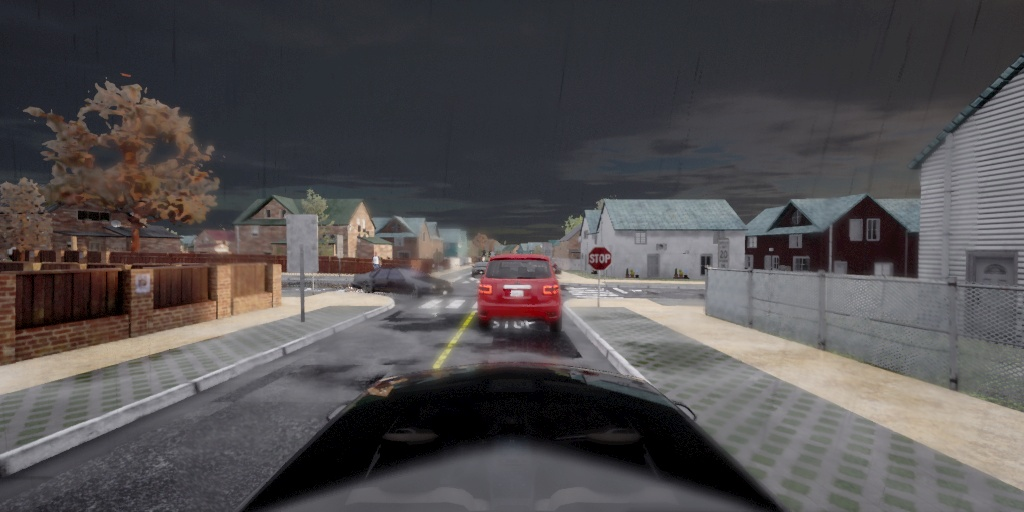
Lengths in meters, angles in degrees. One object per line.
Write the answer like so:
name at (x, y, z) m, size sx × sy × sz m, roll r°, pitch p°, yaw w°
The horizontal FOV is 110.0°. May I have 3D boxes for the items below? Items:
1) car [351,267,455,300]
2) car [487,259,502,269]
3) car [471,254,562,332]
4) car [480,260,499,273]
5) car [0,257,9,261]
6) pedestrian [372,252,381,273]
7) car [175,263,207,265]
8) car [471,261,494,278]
car at (-5.496, 1.270, 17.839) m, size 5.357 × 1.411 × 2.033 m, roll 1°, pitch 0°, yaw 25°
car at (-2.694, 1.220, 55.514) m, size 2.128 × 1.511 × 4.902 m, roll 0°, pitch 0°, yaw 0°
car at (0.369, 0.969, 11.060) m, size 2.150 × 2.045 × 5.566 m, roll 0°, pitch 0°, yaw 5°
car at (-2.720, 1.284, 45.272) m, size 2.033 × 1.411 × 5.357 m, roll 0°, pitch 0°, yaw 0°
car at (-29.356, 0.732, 19.893) m, size 4.674 × 1.442 × 1.812 m, roll 1°, pitch 1°, yaw 1°
pedestrian at (-9.619, 0.612, 25.370) m, size 0.375 × 1.860 × 0.375 m, roll 0°, pitch 0°, yaw 1°
car at (-16.995, 1.057, 19.658) m, size 4.718 × 1.301 × 1.895 m, roll 1°, pitch 1°, yaw 1°
car at (-2.766, 1.247, 34.732) m, size 1.837 × 1.490 × 4.892 m, roll 0°, pitch 0°, yaw 0°
